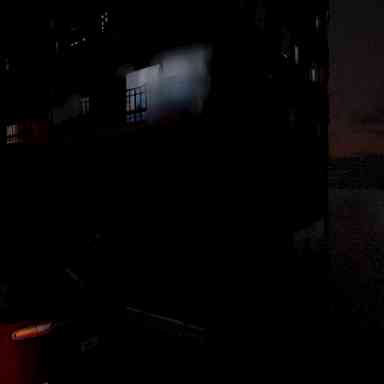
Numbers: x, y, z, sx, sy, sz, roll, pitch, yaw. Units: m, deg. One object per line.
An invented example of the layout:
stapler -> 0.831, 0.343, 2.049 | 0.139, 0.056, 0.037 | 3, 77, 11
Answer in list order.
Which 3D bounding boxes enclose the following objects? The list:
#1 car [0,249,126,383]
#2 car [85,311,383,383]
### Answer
car -> -2.951, 1.545, 4.973 | 4.507, 1.381, 1.887 | 0, 0, 35
car -> 1.642, 1.566, 1.706 | 4.313, 1.339, 1.947 | 0, 0, 35
